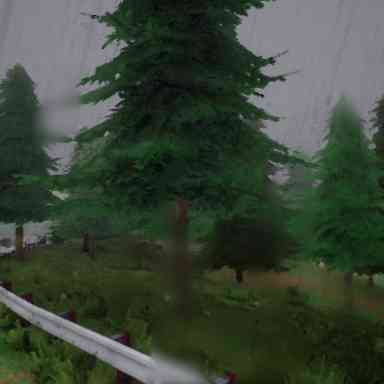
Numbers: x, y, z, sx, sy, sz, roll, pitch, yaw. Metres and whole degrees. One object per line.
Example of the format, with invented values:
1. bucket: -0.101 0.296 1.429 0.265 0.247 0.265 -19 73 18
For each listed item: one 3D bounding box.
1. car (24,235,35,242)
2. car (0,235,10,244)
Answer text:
1. car: -19.436 6.046 41.224 1.994 1.385 4.181 0 -7 -16
2. car: -21.846 5.614 37.194 2.128 1.511 4.902 0 -7 -15
